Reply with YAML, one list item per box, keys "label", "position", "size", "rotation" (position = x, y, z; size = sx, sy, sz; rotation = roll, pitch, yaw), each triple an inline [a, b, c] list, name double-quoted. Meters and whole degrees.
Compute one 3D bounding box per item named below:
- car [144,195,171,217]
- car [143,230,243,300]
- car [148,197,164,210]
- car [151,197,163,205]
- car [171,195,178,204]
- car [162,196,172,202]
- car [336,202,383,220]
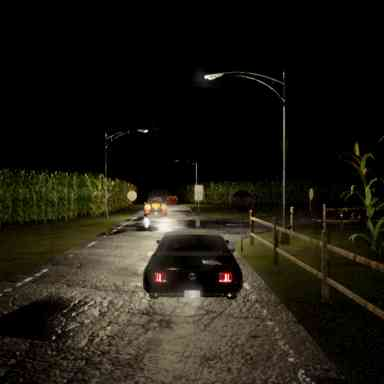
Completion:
- label: "car"
  position: [-3.521, 1.369, 31.791]
  size: [2.097, 1.767, 4.553]
  rotation: [0, 0, -9]
- label: "car"
  position: [0.019, 1.601, 8.368]
  size: [1.895, 1.301, 4.718]
  rotation: [0, 0, 0]
- label: "car"
  position: [-4.913, 1.523, 45.592]
  size: [2.128, 1.511, 4.902]
  rotation: [0, 0, -5]
- label: "car"
  position: [-6.288, 1.602, 59.611]
  size: [2.033, 1.411, 5.357]
  rotation: [0, 0, -6]
- label: "car"
  position: [-3.849, 1.413, 63.497]
  size: [2.097, 1.767, 4.553]
  rotation: [0, 0, -7]
- label: "car"
  position: [-5.951, 1.645, 78.385]
  size: [1.994, 1.385, 4.181]
  rotation: [0, 0, -9]
- label: "car"
  position: [13.123, 1.370, 24.203]
  size: [4.718, 1.301, 1.895]
  rotation: [-1, 0, 3]
